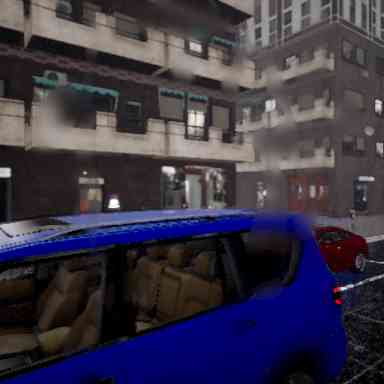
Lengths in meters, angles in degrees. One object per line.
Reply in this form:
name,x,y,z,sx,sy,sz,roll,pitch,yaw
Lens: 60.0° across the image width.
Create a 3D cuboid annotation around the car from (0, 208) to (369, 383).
car,-1.047,1.217,2.628,5.566,2.045,2.150,-1,0,-35
